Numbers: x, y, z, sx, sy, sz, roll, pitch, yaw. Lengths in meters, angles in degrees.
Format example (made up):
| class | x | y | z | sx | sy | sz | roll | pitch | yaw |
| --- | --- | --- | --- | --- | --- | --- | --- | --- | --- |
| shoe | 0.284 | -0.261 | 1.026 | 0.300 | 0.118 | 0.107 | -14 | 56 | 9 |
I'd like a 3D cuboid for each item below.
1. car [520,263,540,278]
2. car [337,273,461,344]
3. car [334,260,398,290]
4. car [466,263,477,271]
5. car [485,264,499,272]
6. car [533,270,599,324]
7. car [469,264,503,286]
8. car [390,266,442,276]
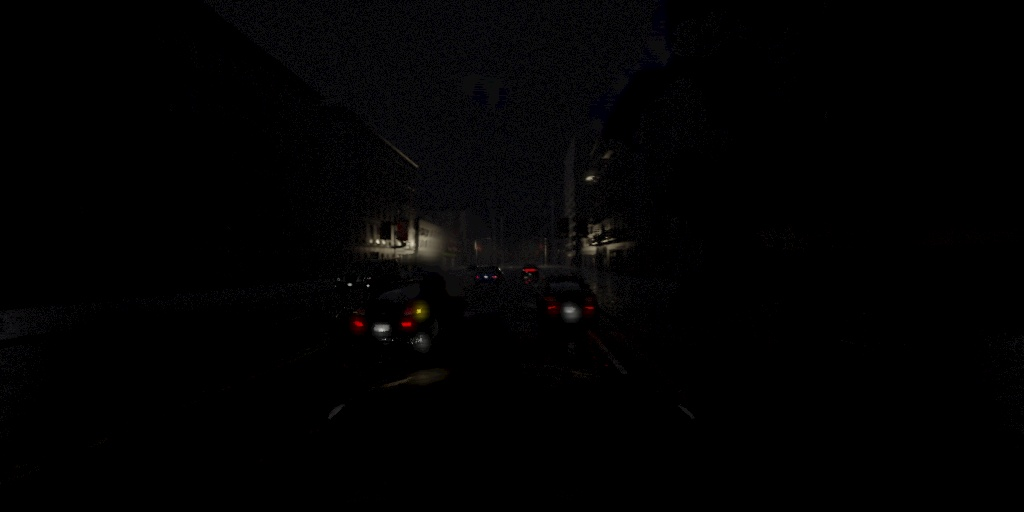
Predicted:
| class | x | y | z | sx | sy | sz | roll | pitch | yaw |
| --- | --- | --- | --- | --- | --- | --- | --- | --- | --- |
| car | 1.982 | 1.636 | 39.154 | 1.837 | 1.490 | 4.892 | 0 | -1 | 3 |
| car | -2.647 | 1.380 | 9.896 | 1.812 | 1.442 | 4.674 | 0 | -1 | 3 |
| car | -8.752 | 1.245 | 22.398 | 2.150 | 2.045 | 5.566 | 0 | -1 | 3 |
| car | -6.748 | 2.000 | 62.983 | 1.994 | 1.385 | 4.181 | 0 | -1 | 3 |
| car | -3.514 | 2.013 | 62.617 | 1.895 | 1.301 | 4.718 | 0 | -1 | 3 |
| car | 1.759 | 1.379 | 12.271 | 1.812 | 1.442 | 4.674 | 0 | -1 | 3 |
| car | -1.757 | 1.588 | 28.269 | 2.033 | 1.411 | 5.357 | 0 | -1 | 3 |
| car | -5.494 | 1.495 | 22.478 | 2.128 | 1.511 | 4.902 | 0 | -1 | 3 |
